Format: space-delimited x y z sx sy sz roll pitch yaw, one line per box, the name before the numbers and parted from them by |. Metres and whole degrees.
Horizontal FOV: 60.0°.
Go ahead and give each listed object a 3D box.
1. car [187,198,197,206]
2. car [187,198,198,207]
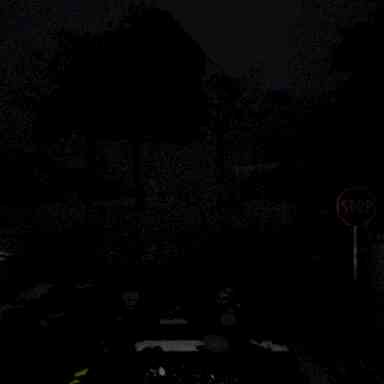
car | -0.012 1.922 67.040 1.837 1.490 4.892 0 -1 0
car | 0.080 1.864 57.014 1.994 1.385 4.181 0 -1 0
